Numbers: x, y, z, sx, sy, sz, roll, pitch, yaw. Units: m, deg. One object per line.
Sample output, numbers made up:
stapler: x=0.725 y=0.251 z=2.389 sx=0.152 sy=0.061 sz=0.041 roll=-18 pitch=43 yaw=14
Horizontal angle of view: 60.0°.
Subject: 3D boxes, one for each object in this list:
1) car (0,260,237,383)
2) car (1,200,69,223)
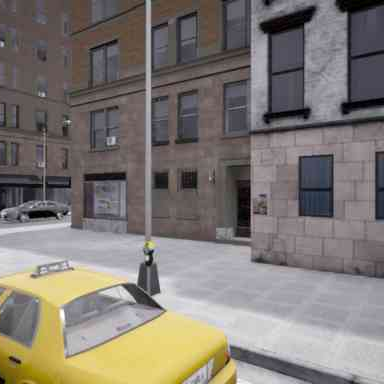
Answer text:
car: x=-1.861 y=1.525 z=4.075 sx=4.829 sy=1.417 sz=1.752 roll=0 pitch=0 yaw=34
car: x=-11.692 y=1.402 z=25.029 sx=2.128 sy=1.511 sz=4.902 roll=0 pitch=0 yaw=32
